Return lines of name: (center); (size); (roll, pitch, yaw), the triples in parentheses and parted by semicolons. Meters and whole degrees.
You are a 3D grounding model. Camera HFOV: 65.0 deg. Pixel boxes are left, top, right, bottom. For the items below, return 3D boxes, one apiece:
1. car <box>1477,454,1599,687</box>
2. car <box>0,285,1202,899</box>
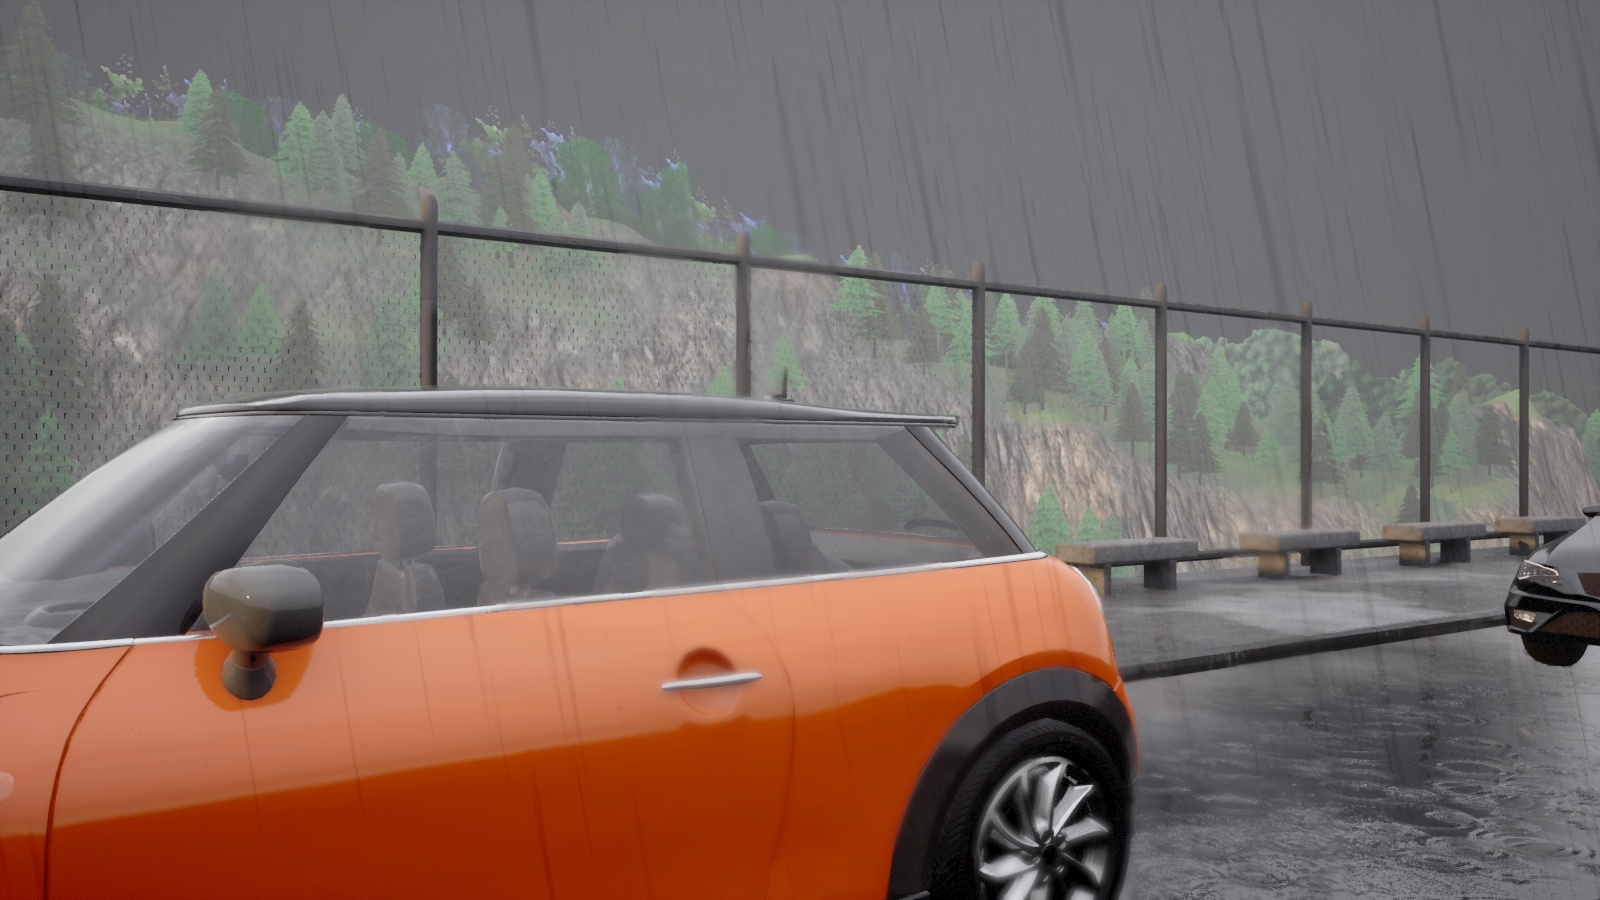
car: (6.878, 0.766, 9.058); (4.193, 1.474, 1.816); (0, 0, -35)
car: (-1.240, 0.614, 3.405); (4.553, 1.767, 2.097); (0, 0, -35)
